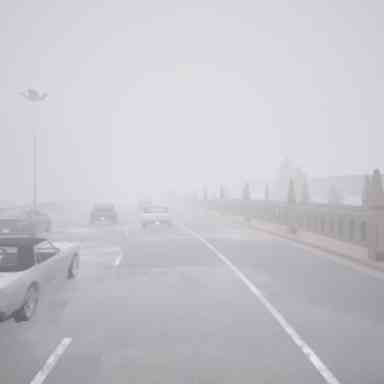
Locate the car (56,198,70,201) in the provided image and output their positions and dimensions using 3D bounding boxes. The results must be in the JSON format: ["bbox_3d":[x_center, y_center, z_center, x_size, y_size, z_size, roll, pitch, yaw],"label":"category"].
[{"bbox_3d":[-24.584,1.946,64.848,1.994,1.385,4.181,0,-2,-10],"label":"car"}]

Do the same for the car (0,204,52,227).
[{"bbox_3d":[-8.694,1.569,17.232,1.812,1.442,4.674,0,0,-9],"label":"car"}]

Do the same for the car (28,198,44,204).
[{"bbox_3d":[-32.565,2.115,69.530,2.097,1.767,4.553,0,-3,-10],"label":"car"}]

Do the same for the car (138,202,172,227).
[{"bbox_3d":[-2.525,1.610,22.798,1.895,1.301,4.718,0,0,-10],"label":"car"}]

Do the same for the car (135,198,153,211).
[{"bbox_3d":[-5.764,1.541,40.534,1.837,1.490,4.892,0,0,-10],"label":"car"}]

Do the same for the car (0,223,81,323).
[{"bbox_3d":[-3.836,1.617,7.113,1.895,1.301,4.718,0,0,-5],"label":"car"}]

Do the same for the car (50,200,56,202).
[{"bbox_3d":[-29.184,2.357,70.503,1.895,1.301,4.718,0,-3,-10],"label":"car"}]

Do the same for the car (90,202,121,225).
[{"bbox_3d":[-6.470,1.538,24.913,1.837,1.490,4.892,0,0,-10],"label":"car"}]
